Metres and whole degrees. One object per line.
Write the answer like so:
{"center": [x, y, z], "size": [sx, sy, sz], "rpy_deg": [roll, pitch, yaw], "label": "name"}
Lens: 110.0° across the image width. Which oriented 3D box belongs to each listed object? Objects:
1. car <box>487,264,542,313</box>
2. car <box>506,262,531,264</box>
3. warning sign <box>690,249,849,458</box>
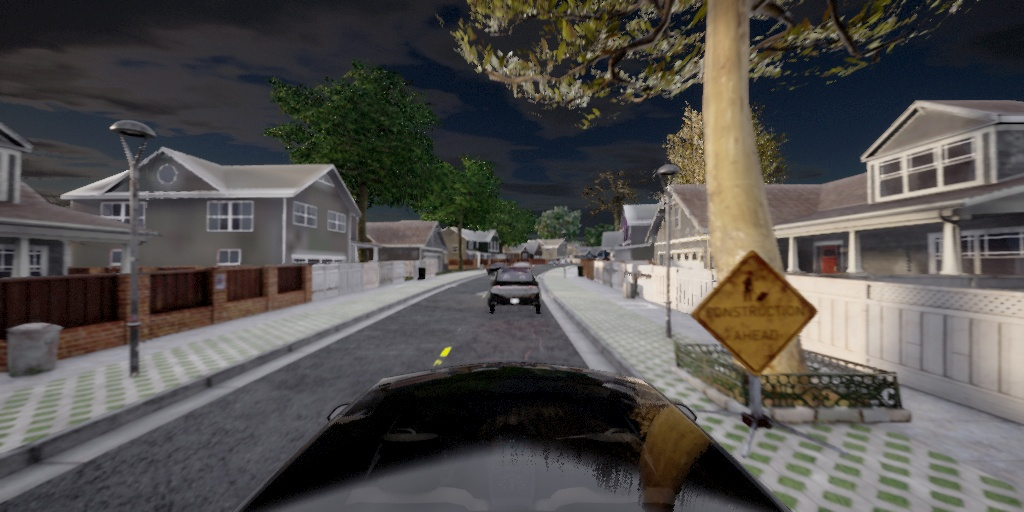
{"center": [0.111, 1.230, 13.947], "size": [2.128, 1.511, 4.902], "rpy_deg": [0, 0, 1], "label": "car"}
{"center": [0.906, 1.222, 30.976], "size": [1.882, 1.535, 5.008], "rpy_deg": [0, 0, 5], "label": "car"}
{"center": [2.518, 0.862, 3.691], "size": [1.300, 1.860, 1.060], "rpy_deg": [0, 0, 0], "label": "warning sign"}
